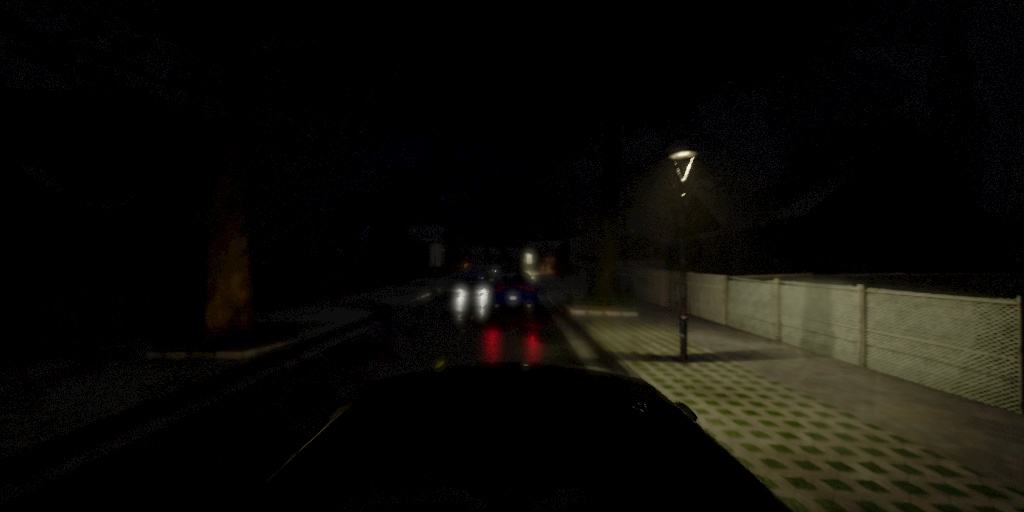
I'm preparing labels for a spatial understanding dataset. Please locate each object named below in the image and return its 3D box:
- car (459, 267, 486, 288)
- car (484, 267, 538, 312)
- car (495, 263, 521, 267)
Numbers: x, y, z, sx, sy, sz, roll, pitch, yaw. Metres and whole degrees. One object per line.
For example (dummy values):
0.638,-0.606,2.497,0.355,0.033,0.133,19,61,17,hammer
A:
-2.797,1.543,27.101,1.882,1.535,5.008,0,-1,1,car
0.056,1.386,15.195,1.882,1.535,5.008,0,-1,0,car
0.045,1.436,28.399,2.097,1.767,4.553,0,-1,1,car
